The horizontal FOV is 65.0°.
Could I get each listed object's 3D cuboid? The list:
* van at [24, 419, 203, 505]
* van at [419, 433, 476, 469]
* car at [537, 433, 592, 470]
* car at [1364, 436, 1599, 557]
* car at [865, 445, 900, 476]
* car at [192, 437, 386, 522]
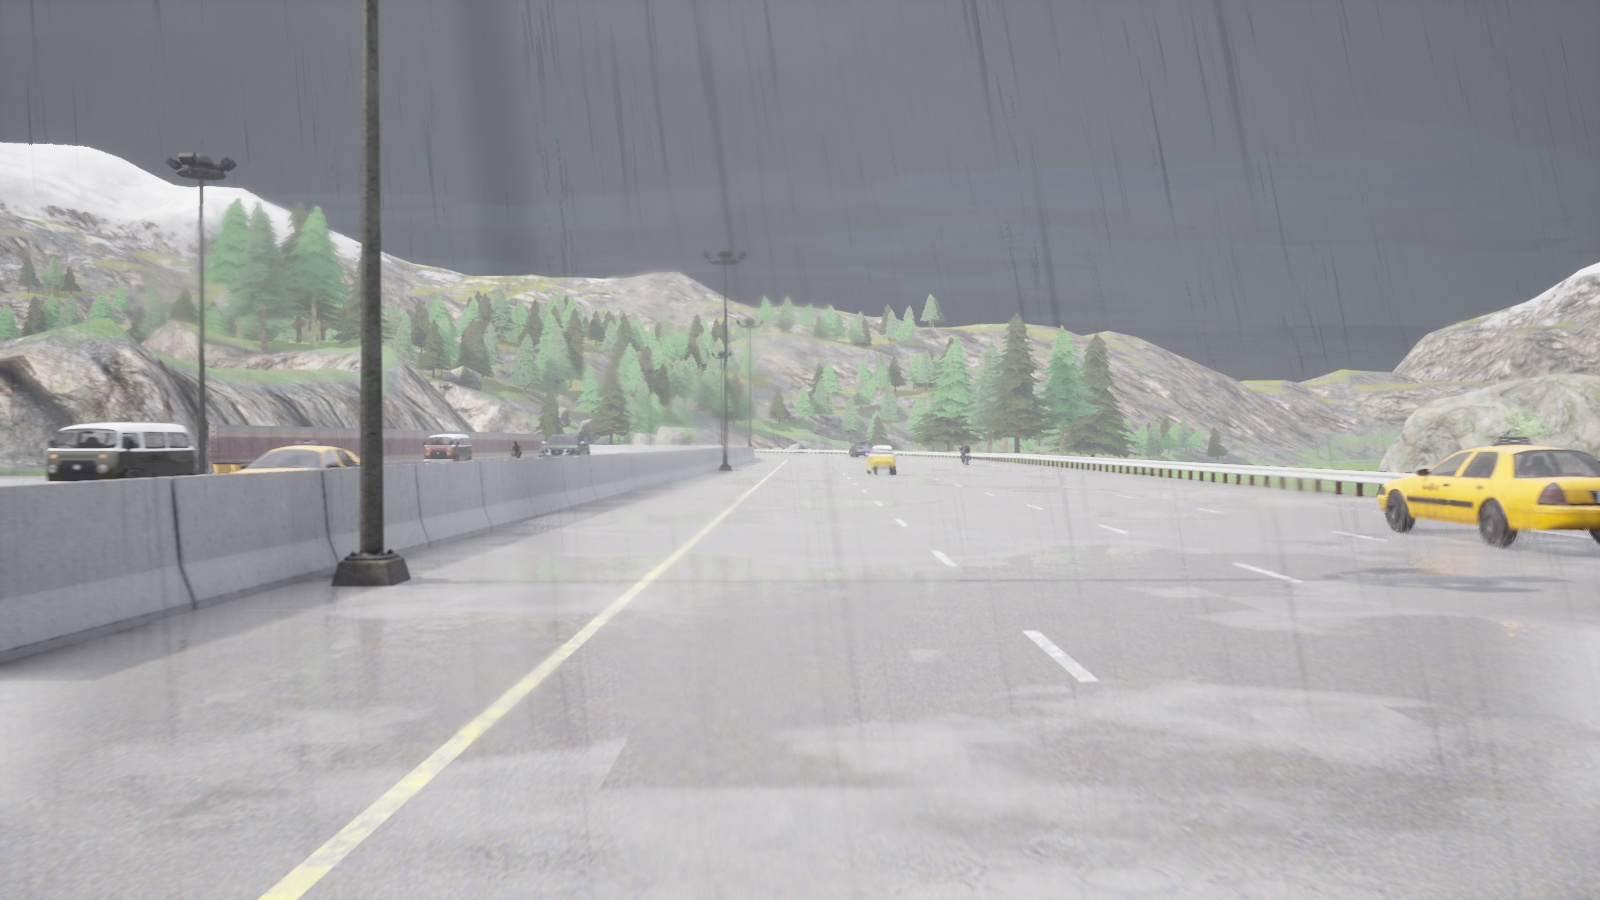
[{"bbox_3d":[-17.301,0.277,31.927,2.069,2.038,4.480,0,0,0],"label":"van"},{"bbox_3d":[-20.562,0.040,73.410,2.069,2.038,4.480,0,0,0],"label":"van"},{"bbox_3d":[-13.565,0.039,72.692,2.150,2.045,5.566,0,1,0],"label":"car"},{"bbox_3d":[10.625,0.587,18.975,1.801,1.575,5.366,0,0,0],"label":"car"},{"bbox_3d":[3.854,0.473,58.773,1.481,1.376,2.207,0,1,0],"label":"car"},{"bbox_3d":[-10.336,0.531,25.905,1.801,1.575,5.366,0,0,0],"label":"car"}]
